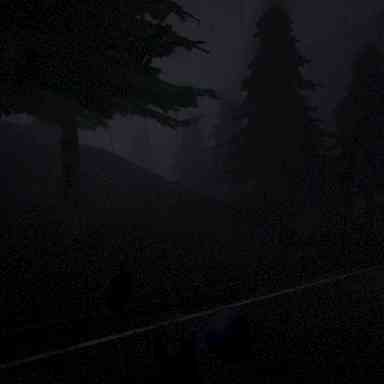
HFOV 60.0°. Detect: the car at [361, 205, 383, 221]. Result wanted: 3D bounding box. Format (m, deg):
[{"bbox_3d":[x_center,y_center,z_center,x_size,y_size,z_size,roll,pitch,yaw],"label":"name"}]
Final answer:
[{"bbox_3d":[14.650,1.578,24.220,1.994,1.385,4.181,0,0,-36],"label":"car"}]
